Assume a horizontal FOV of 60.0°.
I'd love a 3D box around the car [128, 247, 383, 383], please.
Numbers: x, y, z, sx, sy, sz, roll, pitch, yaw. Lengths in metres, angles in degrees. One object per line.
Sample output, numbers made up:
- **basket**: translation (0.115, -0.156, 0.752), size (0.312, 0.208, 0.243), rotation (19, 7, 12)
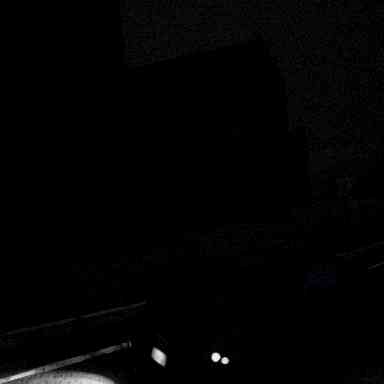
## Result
- **car**: translation (1.229, 1.551, 4.747), size (4.181, 1.385, 1.994), rotation (0, 0, -37)
